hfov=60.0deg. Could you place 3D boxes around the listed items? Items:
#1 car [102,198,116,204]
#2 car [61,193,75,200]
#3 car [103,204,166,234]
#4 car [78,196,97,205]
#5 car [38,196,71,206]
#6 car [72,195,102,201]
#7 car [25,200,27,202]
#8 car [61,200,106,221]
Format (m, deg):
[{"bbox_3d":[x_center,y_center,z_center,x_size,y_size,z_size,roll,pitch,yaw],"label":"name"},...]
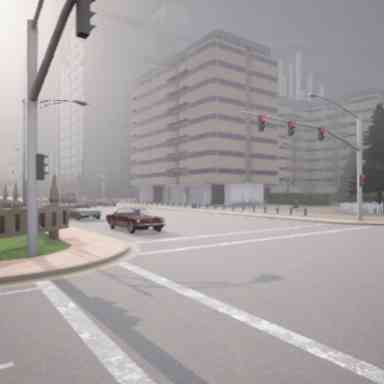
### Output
[{"bbox_3d":[-13.436,1.573,52.060,1.994,1.385,4.181,0,0,-35],"label":"car"},{"bbox_3d":[-21.568,1.228,57.346,2.150,2.045,5.566,0,0,-35],"label":"car"},{"bbox_3d":[-3.383,1.605,19.501,1.895,1.301,4.718,0,0,-34],"label":"car"},{"bbox_3d":[-18.701,1.487,59.352,1.882,1.535,5.008,0,0,-35],"label":"car"},{"bbox_3d":[-14.855,1.508,35.697,1.837,1.490,4.892,0,0,-36],"label":"car"},{"bbox_3d":[-15.587,1.555,49.027,2.033,1.411,5.357,0,0,-35],"label":"car"},{"bbox_3d":[-21.120,1.481,44.565,1.882,1.535,5.008,0,0,-35],"label":"car"},{"bbox_3d":[-9.092,1.605,27.598,1.895,1.301,4.718,0,0,-35],"label":"car"}]
